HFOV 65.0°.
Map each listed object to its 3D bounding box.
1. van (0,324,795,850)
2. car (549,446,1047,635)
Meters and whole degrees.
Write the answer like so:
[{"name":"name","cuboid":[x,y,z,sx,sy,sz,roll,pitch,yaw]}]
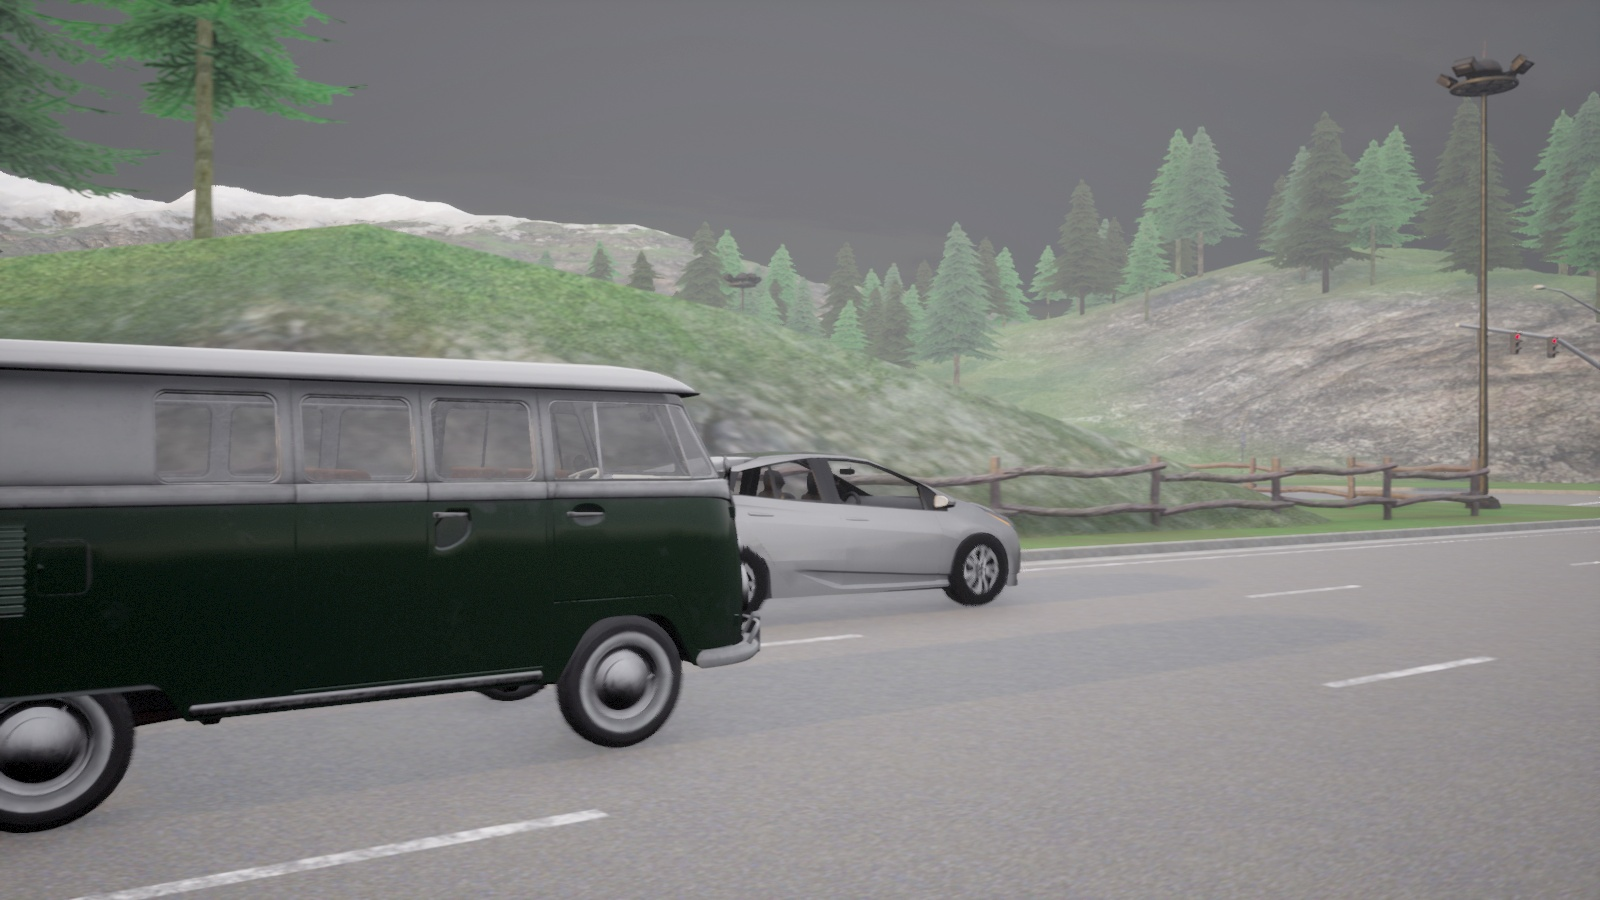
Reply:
[{"name":"van","cuboid":[-2.356,0.522,6.284,4.442,1.987,1.775,0,0,-35]},{"name":"car","cuboid":[0.076,0.739,12.240,4.514,1.525,2.007,0,0,-35]}]
